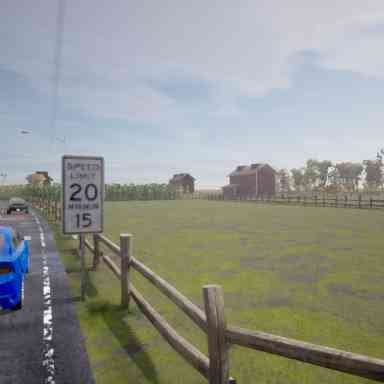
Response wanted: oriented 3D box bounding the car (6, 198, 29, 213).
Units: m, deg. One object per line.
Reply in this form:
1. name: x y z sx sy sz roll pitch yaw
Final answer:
1. car: -18.395 1.508 35.178 1.837 1.490 4.892 0 0 -28

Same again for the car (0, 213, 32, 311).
1. car: -4.719 1.479 7.375 1.882 1.535 5.008 0 0 -24

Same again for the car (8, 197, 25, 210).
1. car: -23.341 1.505 44.069 1.837 1.490 4.892 0 0 -30
